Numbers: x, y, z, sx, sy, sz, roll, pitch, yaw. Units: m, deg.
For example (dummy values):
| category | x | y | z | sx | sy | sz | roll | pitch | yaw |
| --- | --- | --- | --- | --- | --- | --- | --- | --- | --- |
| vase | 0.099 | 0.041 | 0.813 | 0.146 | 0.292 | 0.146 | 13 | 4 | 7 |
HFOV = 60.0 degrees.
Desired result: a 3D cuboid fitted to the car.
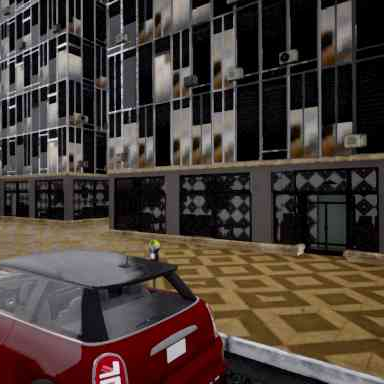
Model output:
| category | x | y | z | sx | sy | sz | roll | pitch | yaw |
| --- | --- | --- | --- | --- | --- | --- | --- | --- | --- |
| car | -1.720 | 1.440 | 4.098 | 4.097 | 1.590 | 1.967 | 0 | 0 | 35 |
